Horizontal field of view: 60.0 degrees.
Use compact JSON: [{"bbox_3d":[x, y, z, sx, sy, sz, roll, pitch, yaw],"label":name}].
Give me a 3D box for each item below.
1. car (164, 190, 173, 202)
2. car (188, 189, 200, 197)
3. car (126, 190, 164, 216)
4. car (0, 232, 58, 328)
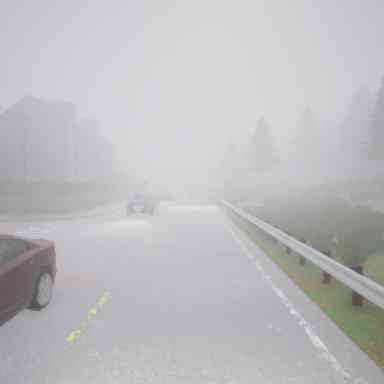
[{"bbox_3d":[-3.395,0.469,41.138,1.994,1.385,4.181,0,1,0],"label":"car"},{"bbox_3d":[0.358,0.137,55.024,1.895,1.301,4.718,0,2,0],"label":"car"},{"bbox_3d":[-3.489,0.850,24.033,2.128,1.511,4.902,0,1,0],"label":"car"},{"bbox_3d":[-3.581,1.353,4.510,1.882,1.535,5.008,0,2,0],"label":"car"}]
